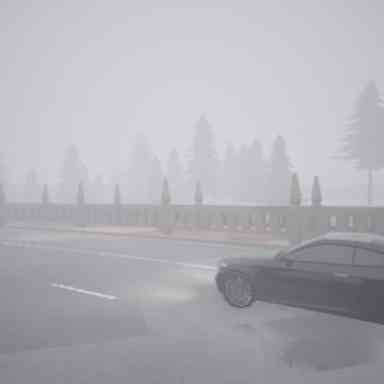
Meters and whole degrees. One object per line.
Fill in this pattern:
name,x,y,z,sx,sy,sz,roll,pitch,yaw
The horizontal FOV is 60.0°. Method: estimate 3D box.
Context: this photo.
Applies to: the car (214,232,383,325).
car,2.649,1.495,6.182,4.674,1.442,1.812,0,0,34
